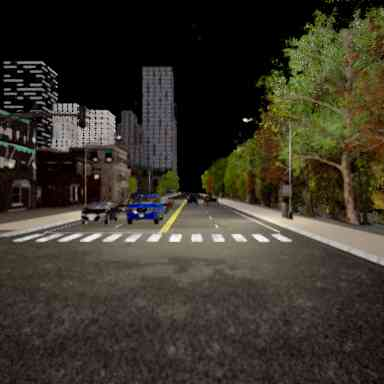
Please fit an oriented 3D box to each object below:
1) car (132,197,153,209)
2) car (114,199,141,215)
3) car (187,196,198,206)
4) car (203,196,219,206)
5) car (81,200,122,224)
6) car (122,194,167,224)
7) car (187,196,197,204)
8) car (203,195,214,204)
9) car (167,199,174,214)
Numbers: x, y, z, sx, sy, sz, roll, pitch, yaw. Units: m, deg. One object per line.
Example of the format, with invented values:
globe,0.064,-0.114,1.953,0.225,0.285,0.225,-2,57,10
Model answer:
car,-6.583,1.462,45.157,2.128,1.511,4.902,0,0,0
car,-6.596,1.483,34.516,1.837,1.490,4.892,0,0,0
car,0.107,1.468,55.579,1.837,1.490,4.892,0,0,0
car,3.357,1.456,54.318,2.128,1.511,4.902,0,0,0
car,-6.598,1.477,24.291,2.128,1.511,4.902,0,0,0
car,-3.348,1.207,24.741,2.150,2.045,5.566,0,0,0
car,0.019,1.481,65.916,1.812,1.442,4.674,0,0,0
car,3.256,1.434,64.587,1.882,1.535,5.008,0,0,0
car,-3.343,1.470,34.763,2.128,1.511,4.902,0,0,0
